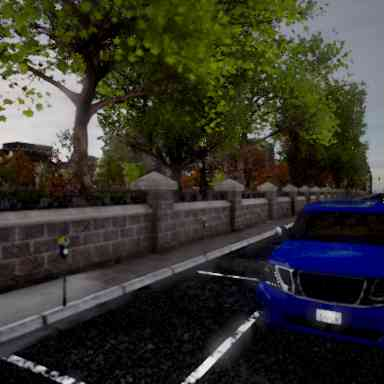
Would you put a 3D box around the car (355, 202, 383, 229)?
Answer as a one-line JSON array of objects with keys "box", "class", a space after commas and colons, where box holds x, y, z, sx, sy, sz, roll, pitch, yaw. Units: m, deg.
[{"box": [12.343, 1.508, 22.773, 1.837, 1.490, 4.892, 0, 0, 29], "class": "car"}]

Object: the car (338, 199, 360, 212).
[{"box": [18.693, 1.564, 39.468, 2.008, 1.369, 4.403, 0, 0, 29], "class": "car"}]

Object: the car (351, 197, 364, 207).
[{"box": [26.922, 1.551, 54.024, 1.752, 1.417, 4.829, 0, 0, 29], "class": "car"}]

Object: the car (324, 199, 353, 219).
[{"box": [13.150, 1.447, 29.665, 1.967, 1.590, 4.097, 0, 0, 29], "class": "car"}]

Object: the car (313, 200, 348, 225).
[{"box": [10.381, 1.444, 24.766, 1.967, 1.590, 4.097, 0, 0, 29], "class": "car"}]

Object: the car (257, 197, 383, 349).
[{"box": [3.091, 1.221, 6.601, 2.150, 2.045, 5.566, 0, 0, 30], "class": "car"}]

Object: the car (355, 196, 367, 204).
[{"box": [32.464, 1.565, 63.827, 1.752, 1.417, 4.829, 0, 0, 29], "class": "car"}]

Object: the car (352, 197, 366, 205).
[{"box": [29.777, 1.583, 59.073, 2.008, 1.369, 4.403, 0, 0, 29], "class": "car"}]
